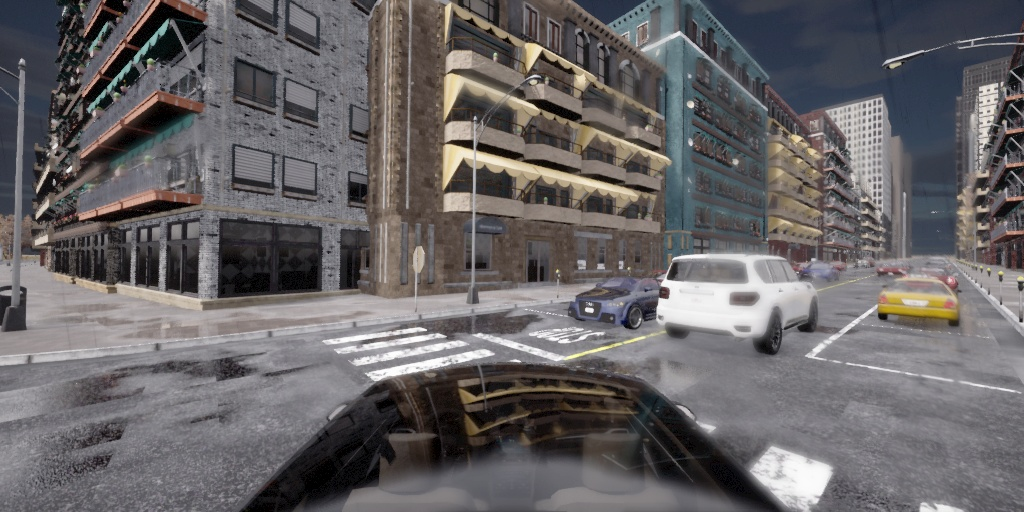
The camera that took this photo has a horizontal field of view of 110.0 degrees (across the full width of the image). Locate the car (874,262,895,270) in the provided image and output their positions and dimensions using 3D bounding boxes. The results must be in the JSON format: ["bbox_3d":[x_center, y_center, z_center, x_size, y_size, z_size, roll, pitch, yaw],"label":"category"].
[{"bbox_3d":[36.416,1.367,34.224,4.718,1.301,1.895,0,0,-40],"label":"car"}]

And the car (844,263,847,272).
[{"bbox_3d":[41.638,1.325,46.047,4.507,1.381,1.888,0,0,-40],"label":"car"}]

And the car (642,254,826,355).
[{"bbox_3d":[5.820,0.978,9.013,5.566,2.045,2.150,0,0,-40],"label":"car"}]

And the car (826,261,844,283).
[{"bbox_3d":[24.311,1.300,28.307,4.674,1.442,1.812,0,0,-39],"label":"car"}]

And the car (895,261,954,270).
[{"bbox_3d":[21.414,1.198,18.424,4.097,1.591,1.967,0,0,-40],"label":"car"}]

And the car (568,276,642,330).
[{"bbox_3d":[3.689,1.329,11.273,4.181,1.385,1.994,0,0,-40],"label":"car"}]

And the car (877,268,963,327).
[{"bbox_3d":[13.009,1.279,11.467,4.829,1.417,1.751,0,0,-40],"label":"car"}]

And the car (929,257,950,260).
[{"bbox_3d":[47.022,1.198,39.623,4.097,1.591,1.967,0,0,-40],"label":"car"}]

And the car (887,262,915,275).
[{"bbox_3d":[44.153,1.366,40.646,4.718,1.301,1.895,0,0,-39],"label":"car"}]
